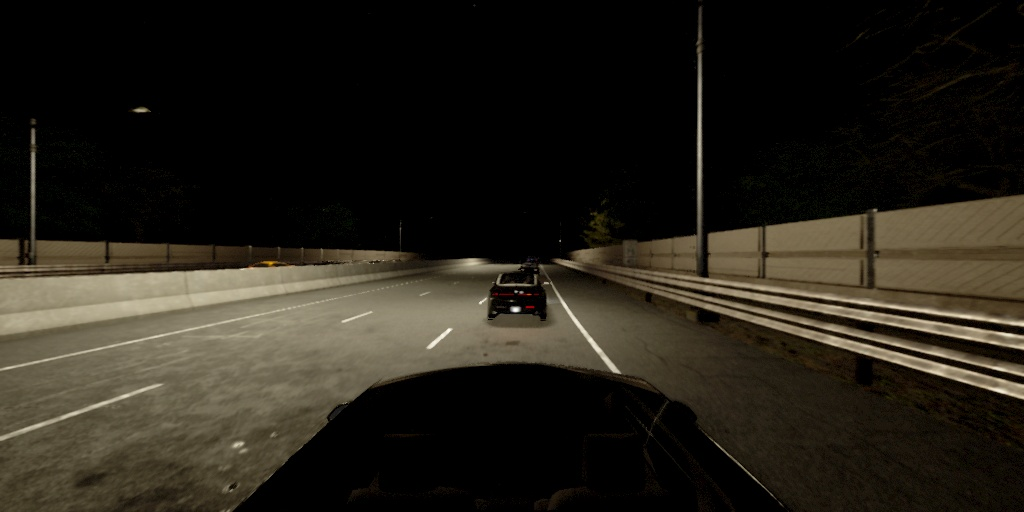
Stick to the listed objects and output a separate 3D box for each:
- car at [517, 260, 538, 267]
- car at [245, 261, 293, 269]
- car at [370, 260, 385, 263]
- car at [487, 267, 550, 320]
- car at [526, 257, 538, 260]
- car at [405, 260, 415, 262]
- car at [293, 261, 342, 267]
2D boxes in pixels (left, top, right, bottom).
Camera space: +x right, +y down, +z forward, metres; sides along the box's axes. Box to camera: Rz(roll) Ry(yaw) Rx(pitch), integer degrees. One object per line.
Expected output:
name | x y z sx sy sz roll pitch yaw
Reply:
car | 1.739 1.354 36.027 1.895 1.301 4.718 0 0 4
car | -19.839 1.205 29.059 1.882 1.535 5.008 0 0 4
car | -18.511 1.287 49.417 1.994 1.385 4.181 0 0 4
car | 0.255 1.299 12.658 1.837 1.490 4.892 0 0 4
car | 2.770 1.237 52.223 2.128 1.511 4.902 0 0 4
car | -14.800 1.289 52.345 1.994 1.385 4.181 0 0 4
car | -16.206 1.237 31.017 1.837 1.490 4.892 0 0 4
